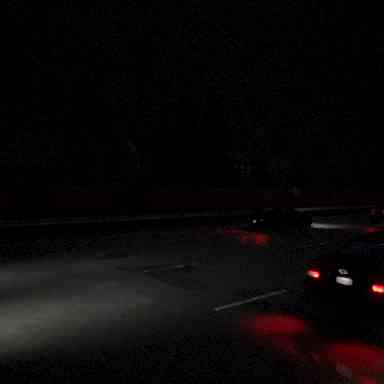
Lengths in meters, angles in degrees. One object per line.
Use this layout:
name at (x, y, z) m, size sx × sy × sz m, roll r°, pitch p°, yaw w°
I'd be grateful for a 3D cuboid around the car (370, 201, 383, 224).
car at (14.175, 1.352, 22.692) m, size 4.553 × 1.767 × 2.097 m, roll 0°, pitch 0°, yaw -36°

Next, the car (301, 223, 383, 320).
car at (4.587, 1.547, 7.066) m, size 5.357 × 1.411 × 2.033 m, roll 0°, pitch 0°, yaw -36°

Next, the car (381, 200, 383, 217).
car at (19.738, 1.507, 31.065) m, size 4.892 × 1.490 × 1.837 m, roll -1°, pitch 0°, yaw -36°

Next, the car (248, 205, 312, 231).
car at (5.498, 1.526, 20.712) m, size 4.674 × 1.442 × 1.812 m, roll 0°, pitch 0°, yaw -36°
